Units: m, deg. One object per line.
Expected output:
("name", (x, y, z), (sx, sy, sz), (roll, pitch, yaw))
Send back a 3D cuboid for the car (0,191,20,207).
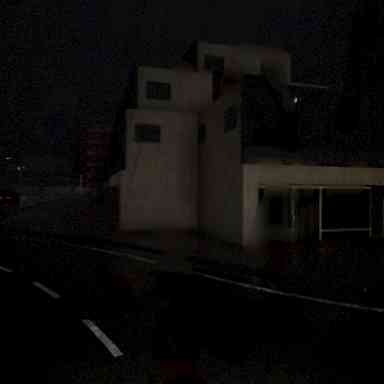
("car", (-23.485, 0.832, 42.164), (2.150, 2.045, 5.566), (0, 0, -17))
